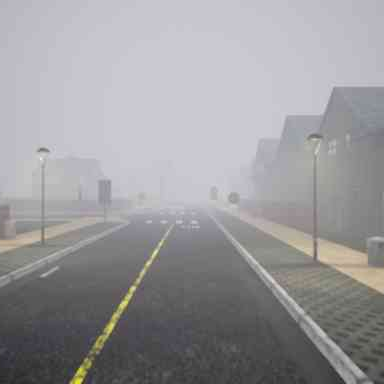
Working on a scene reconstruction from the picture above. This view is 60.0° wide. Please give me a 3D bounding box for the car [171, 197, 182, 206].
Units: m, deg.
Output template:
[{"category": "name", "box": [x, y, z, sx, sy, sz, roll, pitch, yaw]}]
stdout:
[{"category": "car", "box": [-2.859, 1.737, 62.285, 2.128, 1.511, 4.902, 0, 0, 0]}]
